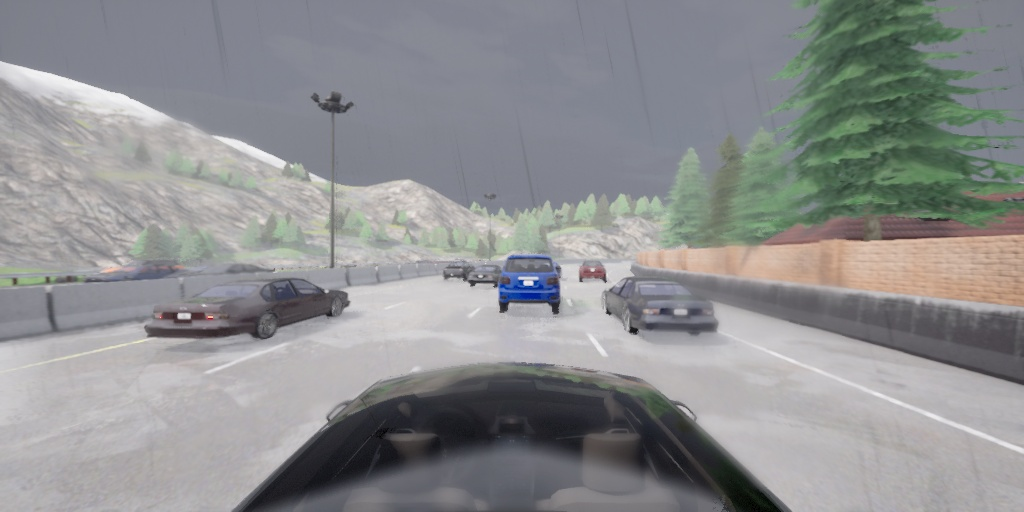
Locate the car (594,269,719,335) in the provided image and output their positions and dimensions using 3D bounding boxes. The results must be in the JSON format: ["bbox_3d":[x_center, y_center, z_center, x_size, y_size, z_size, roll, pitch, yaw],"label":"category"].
[{"bbox_3d":[3.964,1.303,10.570,2.033,1.411,5.357,0,0,4],"label":"car"}]

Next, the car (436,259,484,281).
[{"bbox_3d":[-4.108,1.218,29.631,2.128,1.511,4.902,0,0,10],"label":"car"}]

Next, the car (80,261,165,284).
[{"bbox_3d":[-23.153,1.232,22.670,2.033,1.411,5.357,0,0,7],"label":"car"}]

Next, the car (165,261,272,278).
[{"bbox_3d":[-16.316,1.179,20.651,1.882,1.535,5.008,0,0,7],"label":"car"}]

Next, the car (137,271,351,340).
[{"bbox_3d":[-6.589,1.278,9.874,2.033,1.411,5.357,0,0,3],"label":"car"}]

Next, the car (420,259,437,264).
[{"bbox_3d":[-13.241,1.290,62.109,1.895,1.301,4.718,0,0,21],"label":"car"}]

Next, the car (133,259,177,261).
[{"bbox_3d":[-26.223,1.028,25.611,2.097,1.767,4.553,0,0,8],"label":"car"}]

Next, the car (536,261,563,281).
[{"bbox_3d":[3.320,1.222,31.134,1.882,1.535,5.008,0,0,12],"label":"car"}]

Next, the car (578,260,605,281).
[{"bbox_3d":[6.528,1.105,29.324,2.097,1.767,4.553,0,0,11],"label":"car"}]

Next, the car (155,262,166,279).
[{"bbox_3d":[-19.492,1.241,23.588,2.033,1.411,5.357,0,0,8],"label":"car"}]

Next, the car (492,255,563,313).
[{"bbox_3d":[0.770,0.967,14.279,2.150,2.045,5.566,0,0,5],"label":"car"}]

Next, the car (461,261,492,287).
[{"bbox_3d":[-1.523,1.283,24.278,2.033,1.411,5.357,0,0,9],"label":"car"}]
